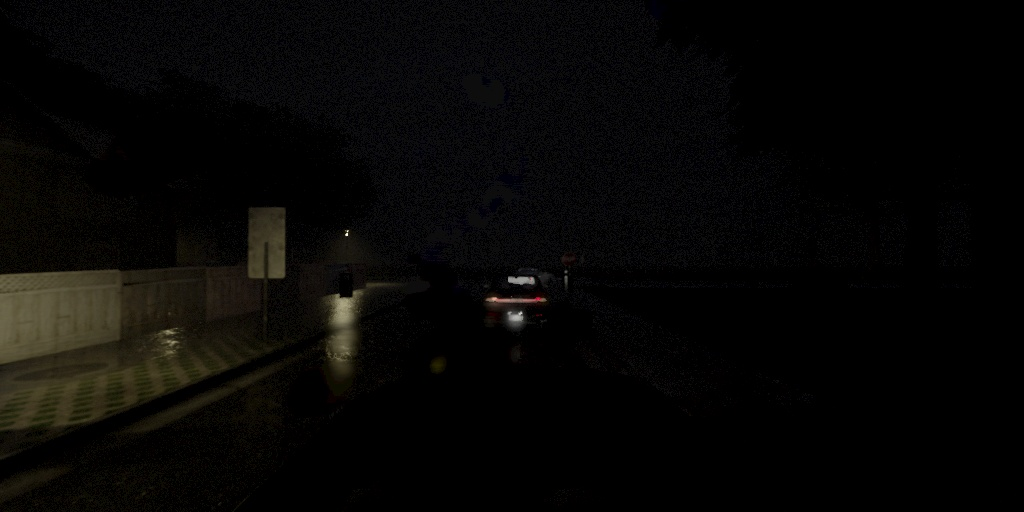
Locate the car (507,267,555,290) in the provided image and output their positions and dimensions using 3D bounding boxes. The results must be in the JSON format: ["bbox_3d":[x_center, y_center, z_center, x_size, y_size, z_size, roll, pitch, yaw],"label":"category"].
[{"bbox_3d":[1.453,1.470,24.583,1.895,1.301,4.718,0,0,21],"label":"car"}]

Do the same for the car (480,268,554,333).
[{"bbox_3d":[0.125,1.287,10.887,2.128,1.511,4.902,0,0,0],"label":"car"}]
